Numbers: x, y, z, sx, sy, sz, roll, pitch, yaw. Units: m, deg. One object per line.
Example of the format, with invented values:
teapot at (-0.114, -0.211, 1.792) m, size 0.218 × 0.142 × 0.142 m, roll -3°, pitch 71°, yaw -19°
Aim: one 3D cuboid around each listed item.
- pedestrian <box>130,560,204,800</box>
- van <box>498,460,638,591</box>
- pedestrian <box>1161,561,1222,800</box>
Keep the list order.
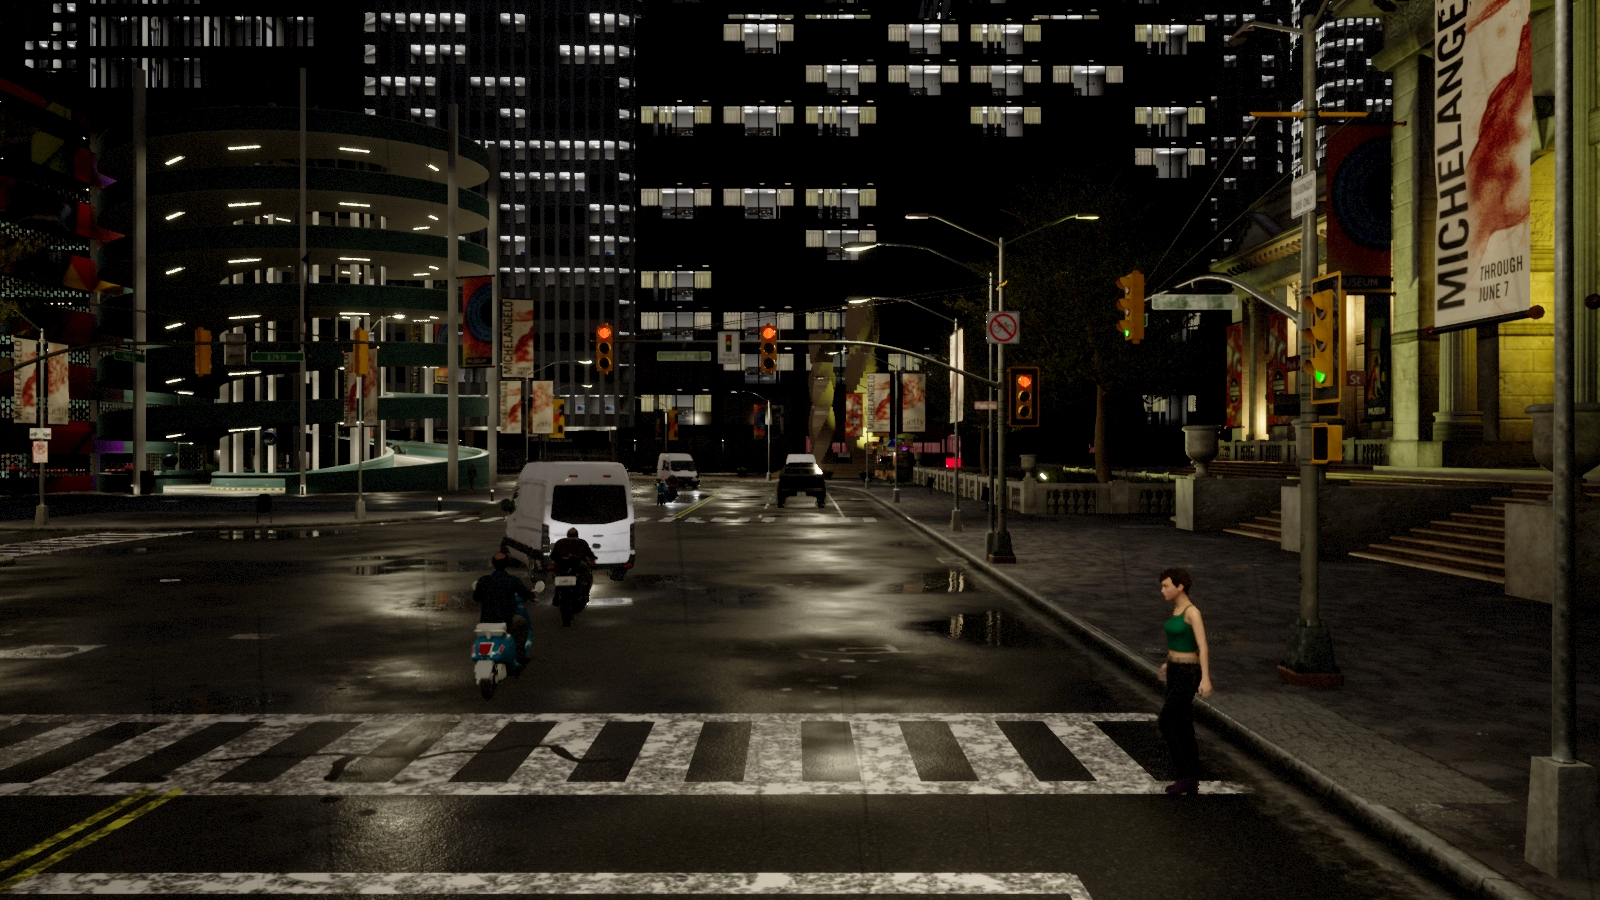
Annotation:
pedestrian at (-5.156, 1.848, 9.310) m, size 0.375 × 1.860 × 0.375 m, roll 0°, pitch 0°, yaw 18°
van at (-5.404, 1.535, 25.929) m, size 1.988 × 2.561 × 5.915 m, roll 1°, pitch 0°, yaw -23°
pedestrian at (3.170, 1.849, 9.267) m, size 0.375 × 1.860 × 0.375 m, roll 0°, pitch 0°, yaw 1°
